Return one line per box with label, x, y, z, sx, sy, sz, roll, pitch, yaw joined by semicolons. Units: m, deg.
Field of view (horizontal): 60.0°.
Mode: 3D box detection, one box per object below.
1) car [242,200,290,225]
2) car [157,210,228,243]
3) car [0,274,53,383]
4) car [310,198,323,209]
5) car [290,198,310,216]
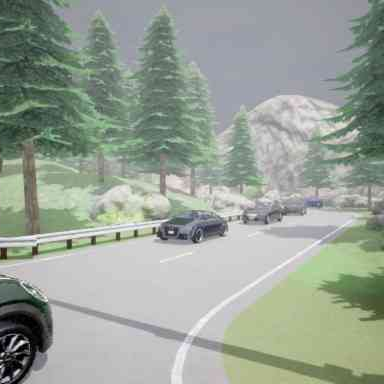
car;5.319;1.506;24.649;2.128;1.511;4.902;0;0;32
car;0.128;1.573;16.167;1.994;1.385;4.181;0;0;31
car;-3.666;1.294;3.059;2.097;1.767;4.553;0;0;31
car;16.247;1.538;46.877;1.882;1.535;5.008;2;-1;-16
car;10.429;1.525;33.497;1.837;1.490;4.892;0;0;24
